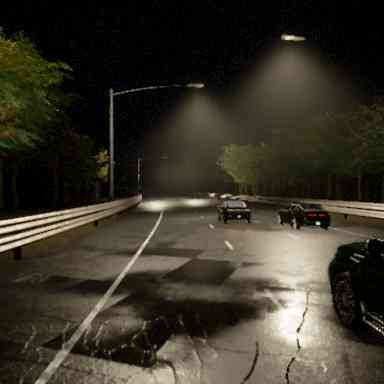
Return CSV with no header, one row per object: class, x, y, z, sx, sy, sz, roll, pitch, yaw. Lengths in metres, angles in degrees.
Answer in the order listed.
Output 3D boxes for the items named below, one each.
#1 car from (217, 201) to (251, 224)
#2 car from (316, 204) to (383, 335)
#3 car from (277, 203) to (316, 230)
car,2.926,1.379,23.850,2.128,1.511,4.902,0,0,-3
car,3.556,1.202,3.691,2.150,2.045,5.566,0,0,0
car,6.608,1.406,20.122,1.837,1.490,4.892,0,0,-2
